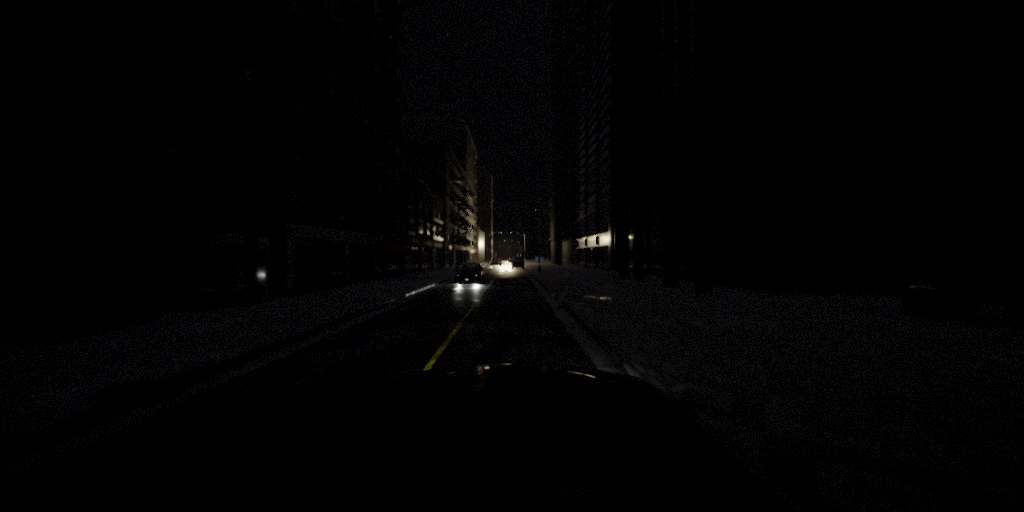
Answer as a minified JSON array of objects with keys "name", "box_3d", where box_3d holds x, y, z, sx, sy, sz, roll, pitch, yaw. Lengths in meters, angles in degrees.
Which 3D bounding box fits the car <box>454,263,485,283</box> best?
[{"name":"car","box_3d":[-3.097,1.223,27.193,2.033,1.411,5.357,0,0,0]}]

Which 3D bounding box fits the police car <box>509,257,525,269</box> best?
[{"name":"police car","box_3d":[0.903,1.083,53.551,1.930,1.638,5.238,0,0,0]}]
